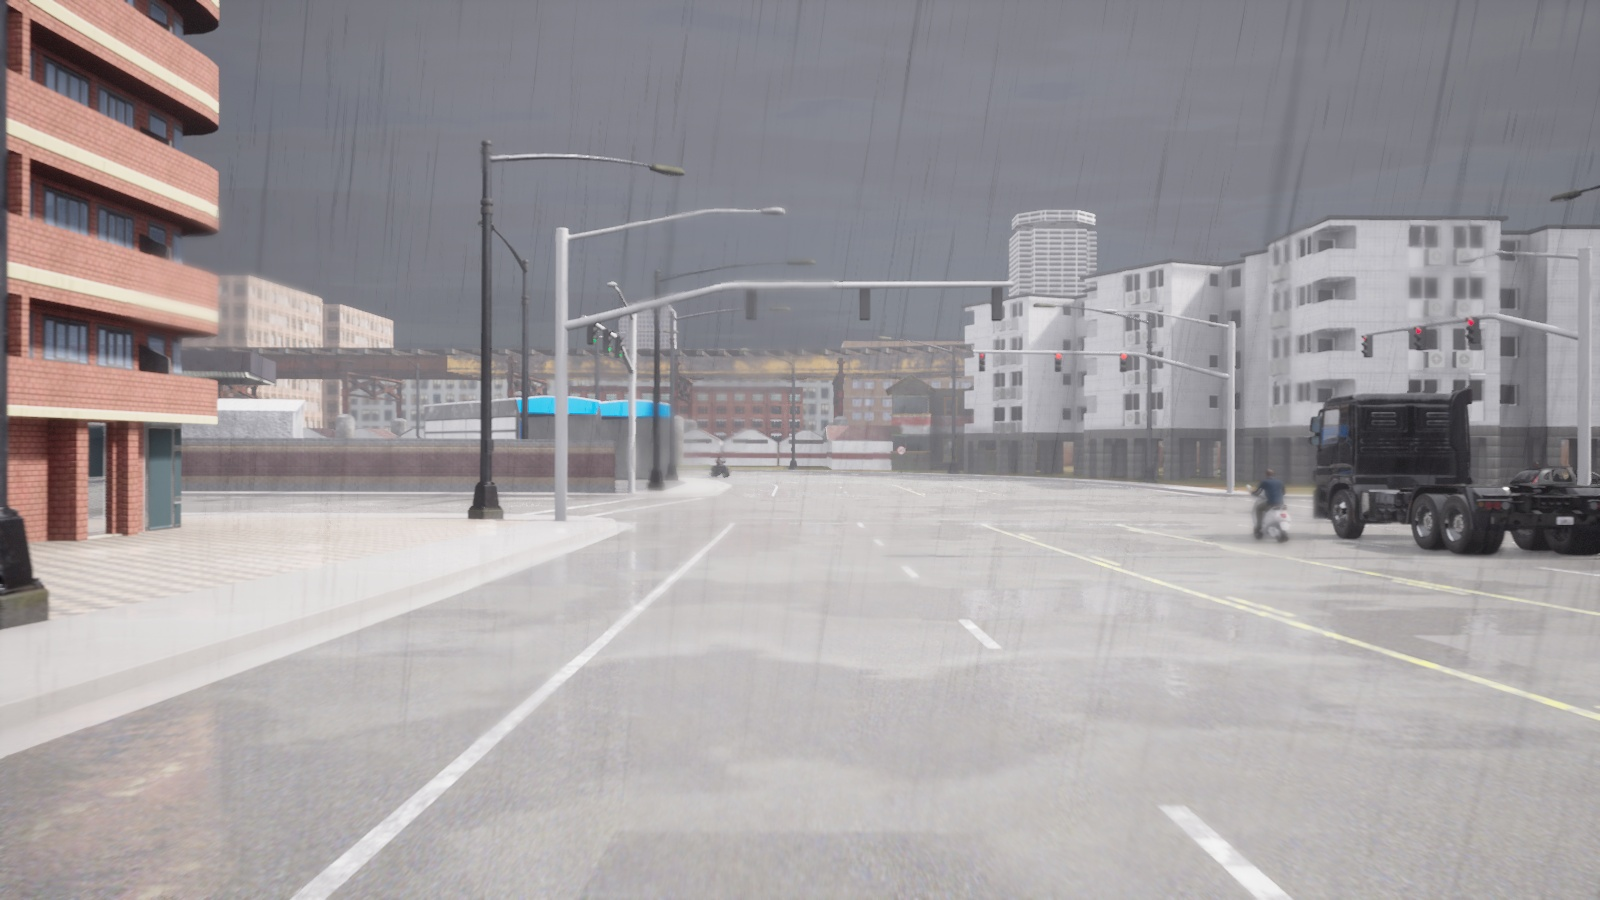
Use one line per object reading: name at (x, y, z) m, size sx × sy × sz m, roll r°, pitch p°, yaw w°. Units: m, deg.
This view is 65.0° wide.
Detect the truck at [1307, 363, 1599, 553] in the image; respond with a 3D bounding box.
truck at (13.931, 0.193, 26.900) m, size 2.891 × 3.462 × 7.936 m, roll 0°, pitch -1°, yaw 0°

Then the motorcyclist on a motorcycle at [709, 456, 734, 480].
motorcyclist on a motorcycle at (-5.646, 1.267, 90.409) m, size 0.766 × 1.649 × 2.350 m, roll -1°, pitch 0°, yaw -33°

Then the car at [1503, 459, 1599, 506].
car at (27.649, 1.133, 44.933) m, size 3.988 × 1.617 × 1.851 m, roll 0°, pitch 0°, yaw -1°

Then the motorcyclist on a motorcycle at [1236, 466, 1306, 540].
motorcyclist on a motorcycle at (10.433, 1.151, 27.900) m, size 0.866 × 1.590 × 1.817 m, roll 0°, pitch -1°, yaw 0°
